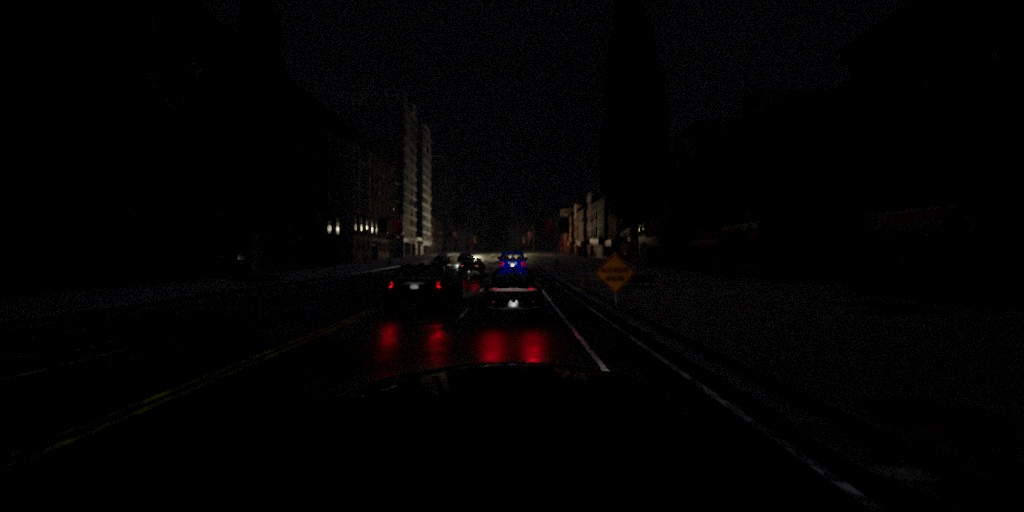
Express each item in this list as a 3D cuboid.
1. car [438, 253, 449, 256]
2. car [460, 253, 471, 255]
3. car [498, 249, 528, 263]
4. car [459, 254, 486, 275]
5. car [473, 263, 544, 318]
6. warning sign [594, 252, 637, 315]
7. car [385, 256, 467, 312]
[{"bbox_3d":[-9.848,0.334,50.648,2.033,1.411,5.357,0,2,0],"label":"car"},{"bbox_3d":[-6.597,0.290,50.679,1.837,1.490,4.892,0,2,0],"label":"car"},{"bbox_3d":[0.056,0.650,28.089,2.150,2.045,5.566,0,1,0],"label":"car"},{"bbox_3d":[-3.187,0.896,29.097,2.128,1.511,4.902,0,1,0],"label":"car"},{"bbox_3d":[0.057,1.160,12.596,2.128,1.511,4.902,0,0,0],"label":"car"},{"bbox_3d":[3.222,0.804,11.141,1.300,1.860,1.060,0,0,0],"label":"warning sign"},{"bbox_3d":[-3.185,1.008,13.870,2.097,1.767,4.553,0,1,0],"label":"car"}]
